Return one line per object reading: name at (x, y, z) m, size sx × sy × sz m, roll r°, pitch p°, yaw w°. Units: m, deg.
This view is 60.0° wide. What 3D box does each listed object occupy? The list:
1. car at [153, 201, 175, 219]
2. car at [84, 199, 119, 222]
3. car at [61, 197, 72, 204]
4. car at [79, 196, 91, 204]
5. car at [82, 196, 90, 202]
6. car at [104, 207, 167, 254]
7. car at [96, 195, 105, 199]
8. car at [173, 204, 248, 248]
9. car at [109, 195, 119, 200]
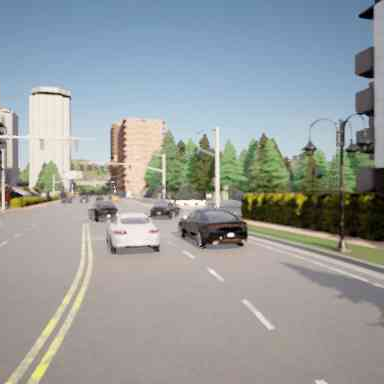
car at (-2.247, 1.557, 29.362) m, size 1.812 × 1.442 × 4.674 m, roll -1°, pitch 0°, yaw 11°
car at (-7.374, 1.568, 27.400) m, size 1.837 × 1.490 × 4.892 m, roll 0°, pitch 0°, yaw -26°
car at (-26.313, 1.742, 69.944) m, size 2.033 × 1.411 × 5.357 m, roll 0°, pitch 0°, yaw -16°
car at (-22.953, 1.708, 70.923) m, size 2.128 × 1.511 × 4.902 m, roll 0°, pitch 0°, yaw -16°
car at (-27.357, 1.703, 85.973) m, size 1.837 × 1.490 × 4.892 m, roll 0°, pitch 0°, yaw -16°
car at (-2.508, 1.549, 13.758) m, size 1.812 × 1.442 × 4.674 m, roll 0°, pitch 0°, yaw -16°
car at (-23.204, 1.710, 84.244) m, size 2.128 × 1.511 × 4.902 m, roll 0°, pitch 0°, yaw -16°
car at (0.776, 1.482, 14.987) m, size 1.882 × 1.535 × 5.008 m, roll 0°, pitch 0°, yaw -16°
car at (-19.570, 1.640, 84.287) m, size 1.882 × 1.535 × 5.008 m, roll 0°, pitch 0°, yaw -16°
